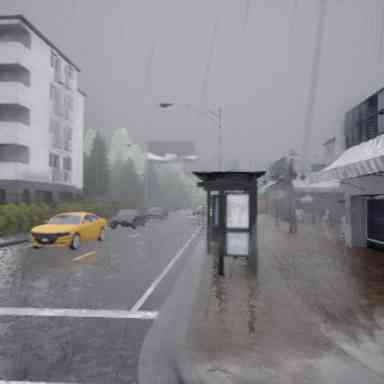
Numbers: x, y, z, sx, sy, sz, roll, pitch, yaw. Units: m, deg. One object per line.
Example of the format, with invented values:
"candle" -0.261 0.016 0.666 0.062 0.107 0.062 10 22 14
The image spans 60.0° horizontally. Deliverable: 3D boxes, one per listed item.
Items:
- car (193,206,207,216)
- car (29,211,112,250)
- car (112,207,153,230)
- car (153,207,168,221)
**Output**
"car" 1.242 2.836 51.007 2.033 1.411 5.357 0 -1 5
"car" -5.645 1.705 15.734 1.882 1.535 5.008 0 -1 5
"car" -4.756 2.025 25.574 2.033 1.411 5.357 0 -1 5
"car" -3.768 2.293 36.102 2.033 1.411 5.357 0 -1 5
